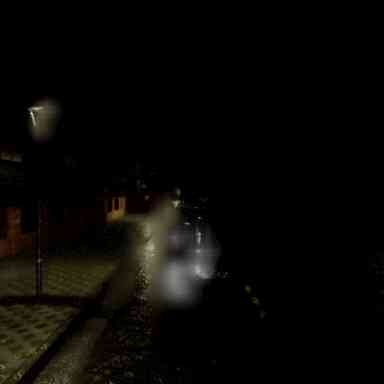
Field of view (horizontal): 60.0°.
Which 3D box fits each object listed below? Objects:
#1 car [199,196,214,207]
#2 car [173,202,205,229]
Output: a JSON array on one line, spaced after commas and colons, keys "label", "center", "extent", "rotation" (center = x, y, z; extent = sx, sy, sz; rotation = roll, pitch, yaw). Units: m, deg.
[{"label": "car", "center": [2.442, 1.528, 52.553], "extent": [1.812, 1.442, 4.674], "rotation": [0, 0, 0]}, {"label": "car", "center": [-0.277, 1.591, 21.807], "extent": [1.895, 1.301, 4.718], "rotation": [0, 0, 0]}]
